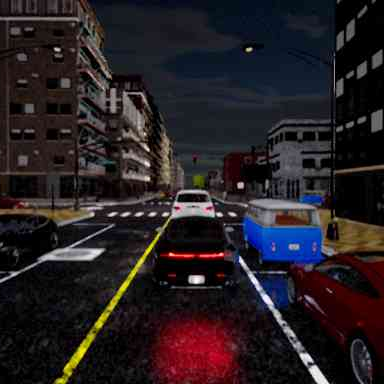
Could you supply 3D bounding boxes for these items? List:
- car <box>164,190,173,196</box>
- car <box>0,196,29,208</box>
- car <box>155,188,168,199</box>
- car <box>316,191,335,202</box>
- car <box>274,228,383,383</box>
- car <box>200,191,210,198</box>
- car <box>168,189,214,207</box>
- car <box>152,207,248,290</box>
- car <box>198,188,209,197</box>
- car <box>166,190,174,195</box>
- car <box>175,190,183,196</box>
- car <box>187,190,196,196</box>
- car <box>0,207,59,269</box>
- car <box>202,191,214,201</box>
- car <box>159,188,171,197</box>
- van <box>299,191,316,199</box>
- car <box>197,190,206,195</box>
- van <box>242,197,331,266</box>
[{"bbox_3d":[-5.861,0.224,82.928,2.008,1.369,4.403,0,1,0],"label":"car"},{"bbox_3d":[-17.531,1.004,31.238,4.206,1.307,1.802,0,1,0],"label":"car"},{"bbox_3d":[-5.814,0.540,60.603,1.752,1.417,4.829,0,1,0],"label":"car"},{"bbox_3d":[14.857,0.823,31.383,5.009,1.841,2.192,0,0,0],"label":"car"},{"bbox_3d":[2.650,1.499,4.784,1.802,1.307,4.206,0,1,0],"label":"car"},{"bbox_3d":[2.554,0.507,66.331,1.802,1.307,4.206,0,1,0],"label":"car"},{"bbox_3d":[0.050,0.907,18.648,2.150,2.045,5.566,0,1,0],"label":"car"},{"bbox_3d":[0.080,1.357,8.654,1.837,1.490,4.892,0,1,0],"label":"car"},{"bbox_3d":[2.544,0.155,71.865,2.192,1.841,5.009,0,1,0],"label":"car"},{"bbox_3d":[-5.872,0.119,88.296,1.752,1.417,4.829,0,1,0],"label":"car"},{"bbox_3d":[-3.173,0.250,82.895,1.895,1.301,4.718,0,1,0],"label":"car"},{"bbox_3d":[-0.170,0.232,81.633,2.033,1.411,5.357,0,1,0],"label":"car"},{"bbox_3d":[-5.709,1.388,10.481,1.947,1.339,4.313,0,1,0],"label":"car"},{"bbox_3d":[2.578,0.620,55.423,1.752,1.417,4.829,0,1,0],"label":"car"},{"bbox_3d":[-5.837,0.156,71.847,2.192,1.841,5.009,0,1,0],"label":"car"},{"bbox_3d":[14.817,0.749,39.763,3.998,1.788,1.690,0,1,0],"label":"van"},{"bbox_3d":[2.508,0.140,88.484,2.008,1.369,4.403,0,1,0],"label":"car"},{"bbox_3d":[2.639,1.162,10.469,1.690,1.788,3.998,0,1,0],"label":"van"}]
